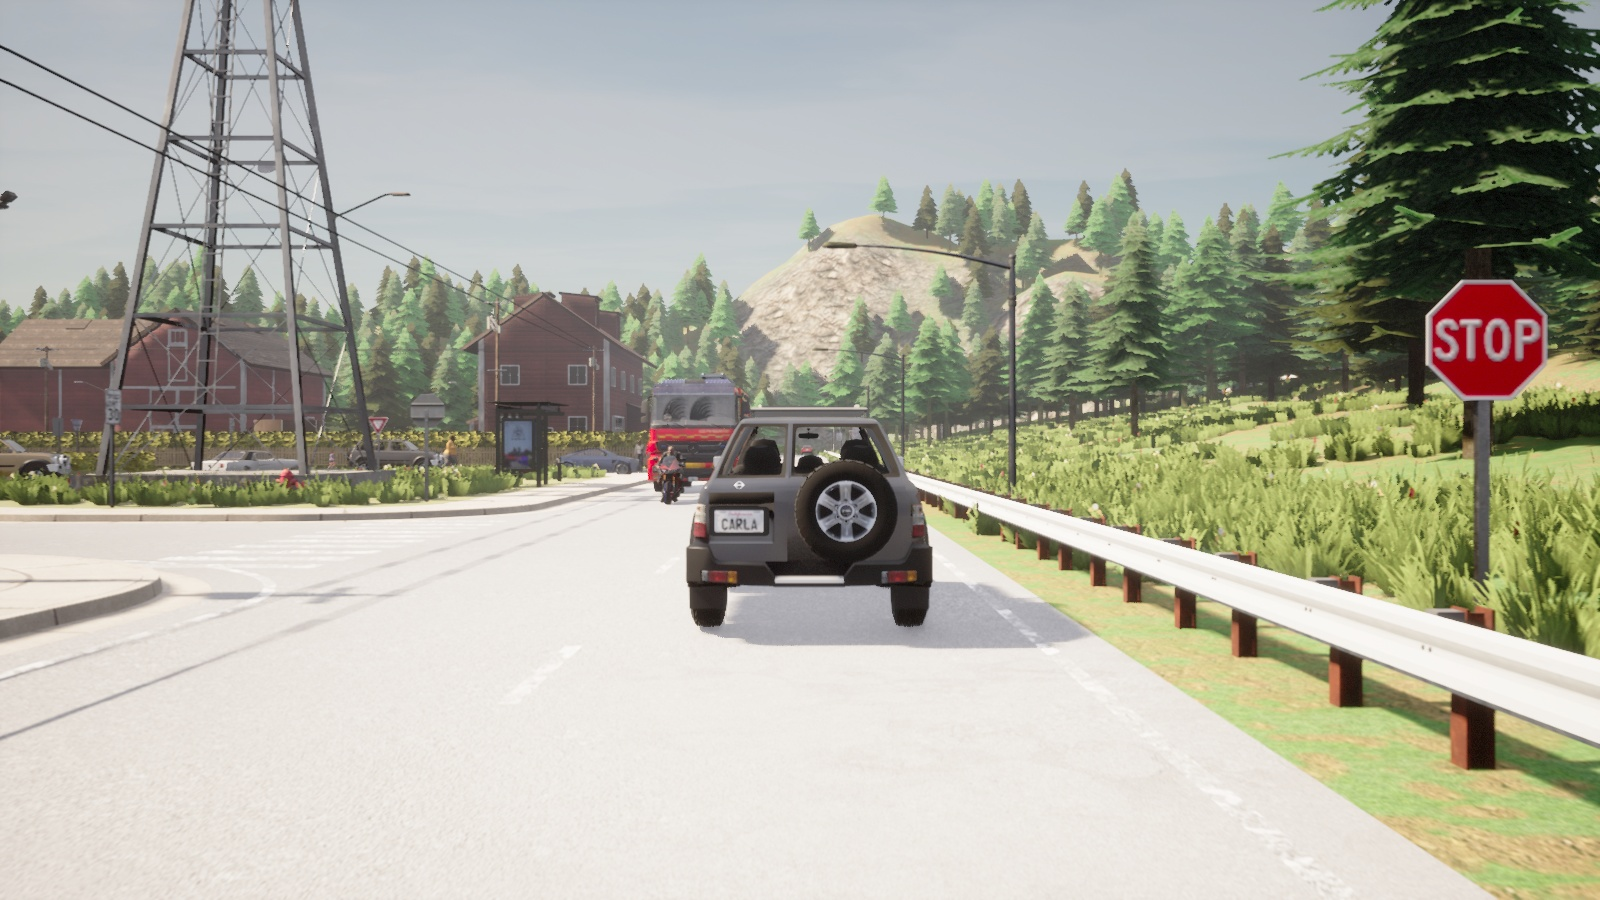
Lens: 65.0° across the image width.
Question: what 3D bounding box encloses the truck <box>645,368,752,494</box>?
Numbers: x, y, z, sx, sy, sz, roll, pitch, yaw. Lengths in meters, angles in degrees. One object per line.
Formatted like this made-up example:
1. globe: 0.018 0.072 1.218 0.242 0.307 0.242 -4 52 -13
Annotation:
1. truck: -3.246 -0.586 42.325 2.891 3.827 8.468 0 0 0

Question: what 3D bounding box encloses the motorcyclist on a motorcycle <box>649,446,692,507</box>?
1. motorcyclist on a motorcycle: -3.303 0.654 32.282 0.866 1.530 2.191 0 0 0

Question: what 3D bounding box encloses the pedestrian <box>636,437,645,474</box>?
1. pedestrian: -8.486 0.272 66.785 0.423 1.949 0.788 0 0 -4

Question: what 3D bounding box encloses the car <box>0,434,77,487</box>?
1. car: -28.698 0.366 44.879 4.605 1.855 1.932 0 0 -17

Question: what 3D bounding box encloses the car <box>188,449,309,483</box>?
1. car: -22.659 0.627 51.847 1.895 1.301 4.718 0 0 18

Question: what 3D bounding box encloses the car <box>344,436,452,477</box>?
1. car: -19.506 0.307 61.075 4.605 1.855 1.932 1 0 0

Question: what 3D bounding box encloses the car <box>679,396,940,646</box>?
1. car: 0.078 0.518 11.632 1.932 1.855 4.605 0 0 0

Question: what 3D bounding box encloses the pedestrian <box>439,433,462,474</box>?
1. pedestrian: -15.807 0.168 56.778 0.900 1.855 0.874 0 0 -7

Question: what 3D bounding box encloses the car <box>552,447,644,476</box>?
1. car: -9.775 0.565 61.093 4.181 1.385 1.994 0 0 -1
